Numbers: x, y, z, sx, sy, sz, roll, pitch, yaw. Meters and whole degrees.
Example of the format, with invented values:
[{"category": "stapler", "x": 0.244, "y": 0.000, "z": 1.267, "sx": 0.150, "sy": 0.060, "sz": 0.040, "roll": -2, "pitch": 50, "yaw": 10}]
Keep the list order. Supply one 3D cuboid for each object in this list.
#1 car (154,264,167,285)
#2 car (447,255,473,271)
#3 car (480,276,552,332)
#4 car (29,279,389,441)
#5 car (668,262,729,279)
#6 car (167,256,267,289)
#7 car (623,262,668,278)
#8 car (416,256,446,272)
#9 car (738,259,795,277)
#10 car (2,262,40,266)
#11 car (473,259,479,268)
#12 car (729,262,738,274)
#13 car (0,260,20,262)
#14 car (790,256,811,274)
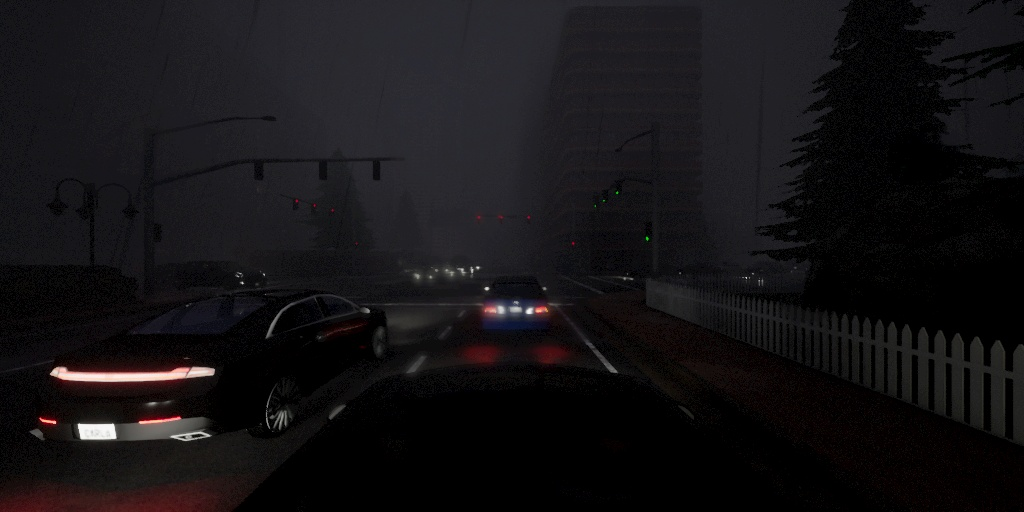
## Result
[{"category": "car", "x": -22.246, "y": 1.199, "z": 24.833, "sx": 4.892, "sy": 1.490, "sz": 1.837, "roll": 0, "pitch": 0, "yaw": 0}, {"category": "car", "x": -7.057, "y": 0.970, "z": 49.141, "sx": 2.150, "sy": 2.045, "sz": 5.566, "roll": 0, "pitch": 0, "yaw": 0}, {"category": "car", "x": 0.122, "y": 1.297, "z": 10.809, "sx": 2.033, "sy": 1.411, "sz": 5.357, "roll": 0, "pitch": 0, "yaw": 1}, {"category": "car", "x": -3.427, "y": 1.241, "z": 5.397, "sx": 2.128, "sy": 1.511, "sz": 4.902, "roll": 0, "pitch": 0, "yaw": 0}, {"category": "car", "x": 15.889, "y": 1.258, "z": 30.586, "sx": 4.181, "sy": 1.385, "sz": 1.994, "roll": 0, "pitch": 0, "yaw": -20}, {"category": "car", "x": -16.844, "y": 1.047, "z": 20.864, "sx": 4.553, "sy": 1.767, "sz": 2.097, "roll": 0, "pitch": 0, "yaw": 8}, {"category": "car", "x": 13.156, "y": 1.241, "z": 33.411, "sx": 5.357, "sy": 1.411, "sz": 2.033, "roll": 0, "pitch": 0, "yaw": -13}, {"category": "car", "x": -10.529, "y": 0.970, "z": 45.981, "sx": 2.150, "sy": 2.045, "sz": 5.566, "roll": 0, "pitch": 0, "yaw": 2}, {"category": "car", "x": 24.369, "y": 1.241, "z": 34.262, "sx": 5.357, "sy": 1.411, "sz": 2.033, "roll": 0, "pitch": 0, "yaw": -31}, {"category": "car", "x": -28.589, "y": 1.242, "z": 21.291, "sx": 5.357, "sy": 1.411, "sz": 2.033, "roll": 0, "pitch": 0, "yaw": 0}, {"category": "car", "x": -7.025, "y": 1.253, "z": 58.952, "sx": 1.837, "sy": 1.490, "sz": 4.892, "roll": 0, "pitch": 0, "yaw": 0}, {"category": "car", "x": 22.056, "y": 1.294, "z": 36.974, "sx": 4.718, "sy": 1.301, "sz": 1.895, "roll": 0, "pitch": 0, "yaw": -30}, {"category": "car", "x": -35.100, "y": 1.045, "z": 24.753, "sx": 4.553, "sy": 1.767, "sz": 2.097, "roll": 0, "pitch": 0, "yaw": 0}, {"category": "car", "x": 32.413, "y": 0.915, "z": 40.645, "sx": 2.150, "sy": 2.045, "sz": 5.566, "roll": 0, "pitch": 0, "yaw": 43}]
